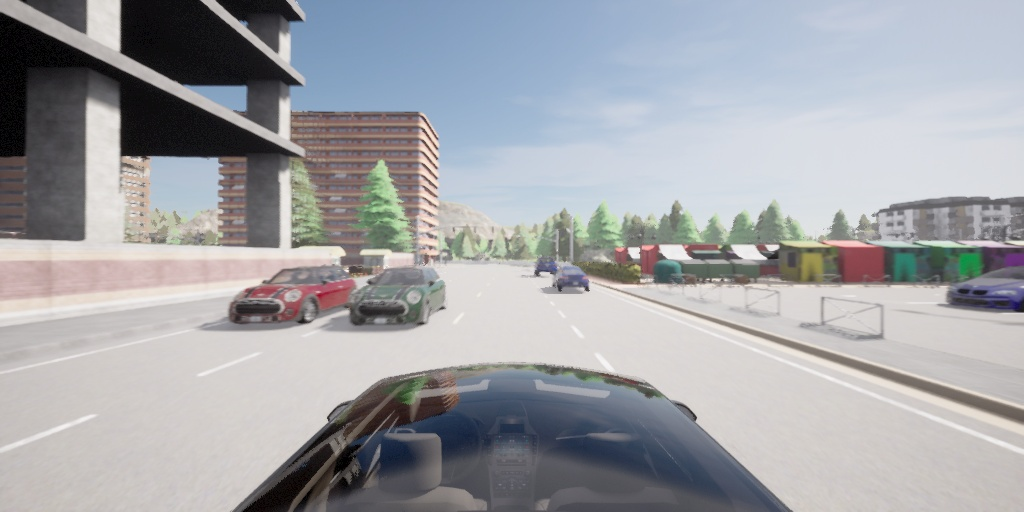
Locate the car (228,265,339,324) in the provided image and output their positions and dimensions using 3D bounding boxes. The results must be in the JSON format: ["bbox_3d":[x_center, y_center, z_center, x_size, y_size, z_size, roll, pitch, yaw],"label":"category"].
[{"bbox_3d":[-6.996,1.136,12.041,2.097,1.767,4.553,0,0,0],"label":"car"}]

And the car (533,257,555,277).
[{"bbox_3d":[3.587,1.138,39.133,2.150,2.045,5.566,0,-1,0],"label":"car"}]

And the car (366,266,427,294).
[{"bbox_3d":[-7.010,1.379,22.496,2.033,1.411,5.357,0,0,1],"label":"car"}]

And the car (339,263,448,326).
[{"bbox_3d":[-3.499,1.139,11.824,2.097,1.767,4.553,0,0,0],"label":"car"}]

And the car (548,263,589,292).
[{"bbox_3d":[3.576,1.372,22.338,1.812,1.442,4.674,0,0,0],"label":"car"}]
